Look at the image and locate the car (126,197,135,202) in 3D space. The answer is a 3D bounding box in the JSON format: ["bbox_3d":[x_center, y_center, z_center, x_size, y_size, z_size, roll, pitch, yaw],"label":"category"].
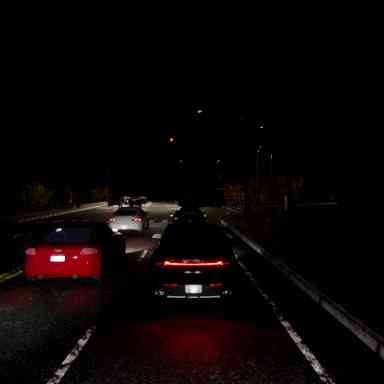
[{"bbox_3d":[-15.171,1.806,81.953,1.895,1.301,4.718,0,0,-8],"label":"car"}]

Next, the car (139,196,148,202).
[{"bbox_3d":[-11.796,1.732,81.193,2.128,1.511,4.902,0,0,-7],"label":"car"}]

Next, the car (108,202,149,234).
[{"bbox_3d":[-3.479,1.540,18.722,1.812,1.442,4.674,0,0,-3],"label":"car"}]

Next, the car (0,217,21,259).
[{"bbox_3d":[-6.661,1.531,10.303,1.812,1.442,4.674,0,0,0],"label":"car"}]

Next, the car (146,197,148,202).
[{"bbox_3d":[-9.589,1.684,61.081,1.994,1.385,4.181,0,0,-5],"label":"car"}]

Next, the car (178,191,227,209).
[{"bbox_3d":[1.104,0.939,36.775,5.566,2.045,2.150,-2,-1,-18],"label":"car"}]

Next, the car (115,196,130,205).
[{"bbox_3d":[-12.928,1.615,61.982,2.128,1.511,4.902,0,0,-5],"label":"car"}]

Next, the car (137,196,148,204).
[{"bbox_3d":[-10.556,1.684,71.054,2.128,1.511,4.902,0,0,-6],"label":"car"}]

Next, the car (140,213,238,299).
[{"bbox_3d":[0.013,1.509,8.446,1.837,1.490,4.892,0,0,0],"label":"car"}]

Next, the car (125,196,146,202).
[{"bbox_3d":[-8.811,1.578,52.228,2.128,1.511,4.902,0,0,-5],"label":"car"}]

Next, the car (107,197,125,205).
[{"bbox_3d":[-12.128,1.615,52.893,1.812,1.442,4.674,0,0,-5],"label":"car"}]

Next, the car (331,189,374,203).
[{"bbox_3d":[18.585,0.447,38.594,4.674,1.442,1.812,-2,0,-3],"label":"car"}]

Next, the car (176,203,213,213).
[{"bbox_3d":[-0.179,1.561,17.853,2.033,1.411,5.357,0,0,-2],"label":"car"}]

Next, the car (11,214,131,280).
[{"bbox_3d":[-3.259,1.570,9.978,1.994,1.385,4.181,0,0,-1],"label":"car"}]

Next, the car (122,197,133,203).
[{"bbox_3d":[-13.901,1.714,71.708,1.994,1.385,4.181,0,0,-7],"label":"car"}]
